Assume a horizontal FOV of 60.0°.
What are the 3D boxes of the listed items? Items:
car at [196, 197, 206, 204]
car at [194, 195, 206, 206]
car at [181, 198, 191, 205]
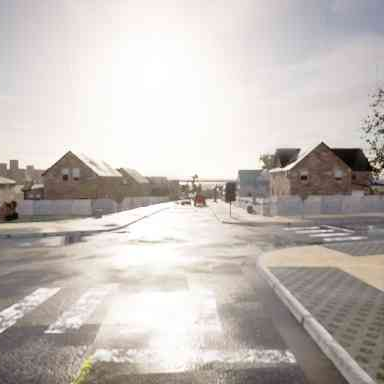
[{"bbox_3d":[1.954,1.821,72.228,1.994,1.385,4.181,0,-1,3],"label":"car"},{"bbox_3d":[1.466,1.544,61.849,2.150,2.045,5.566,0,-1,3],"label":"car"},{"bbox_3d":[-1.097,1.904,66.117,2.033,1.411,5.357,0,-1,3],"label":"car"}]
